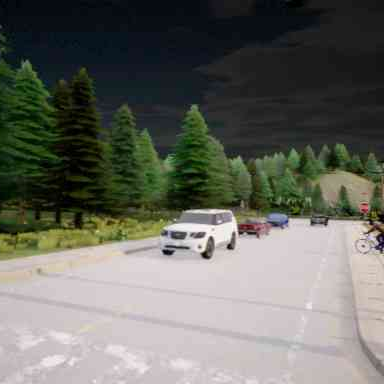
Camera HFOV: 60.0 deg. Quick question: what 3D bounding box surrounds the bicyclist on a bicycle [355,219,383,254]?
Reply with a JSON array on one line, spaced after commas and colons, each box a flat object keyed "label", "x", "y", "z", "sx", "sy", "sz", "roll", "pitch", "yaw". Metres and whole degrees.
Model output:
[{"label": "bicyclist on a bicycle", "x": 8.516, "y": 2.089, "z": 15.476, "sx": 1.656, "sy": 1.620, "sz": 0.582, "roll": 0, "pitch": -2, "yaw": 24}]

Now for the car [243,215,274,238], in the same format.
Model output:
[{"label": "car", "x": 4.556, "y": 2.651, "z": 24.941, "sx": 1.895, "sy": 1.301, "sz": 4.718, "roll": 0, "pitch": -2, "yaw": 24}]

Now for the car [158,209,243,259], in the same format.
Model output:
[{"label": "car", "x": 0.517, "y": 1.851, "z": 15.926, "sx": 2.150, "sy": 2.045, "sz": 5.566, "roll": 0, "pitch": -2, "yaw": 24}]

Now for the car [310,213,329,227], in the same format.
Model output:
[{"label": "car", "x": 15.441, "y": 3.346, "z": 40.316, "sx": 2.128, "sy": 1.511, "sz": 4.902, "roll": 0, "pitch": -2, "yaw": 25}]

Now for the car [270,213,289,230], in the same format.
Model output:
[{"label": "car", "x": 8.801, "y": 2.967, "z": 34.385, "sx": 1.882, "sy": 1.535, "sz": 5.008, "roll": 0, "pitch": -2, "yaw": 24}]
